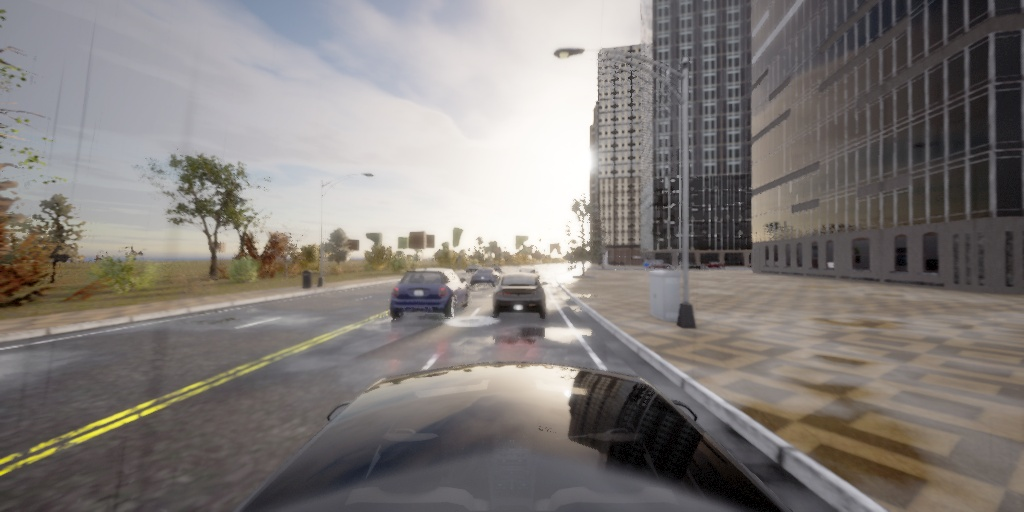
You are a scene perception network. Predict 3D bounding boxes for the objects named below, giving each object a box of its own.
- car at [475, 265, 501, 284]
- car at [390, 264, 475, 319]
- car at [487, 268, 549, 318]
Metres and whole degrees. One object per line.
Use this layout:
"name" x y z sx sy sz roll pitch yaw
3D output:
"car" -2.025 1.636 28.940 1.994 1.385 4.181 0 -1 5
"car" -2.926 1.242 13.768 2.097 1.767 4.553 0 -1 3
"car" 0.326 1.400 13.786 1.837 1.490 4.892 0 0 3
